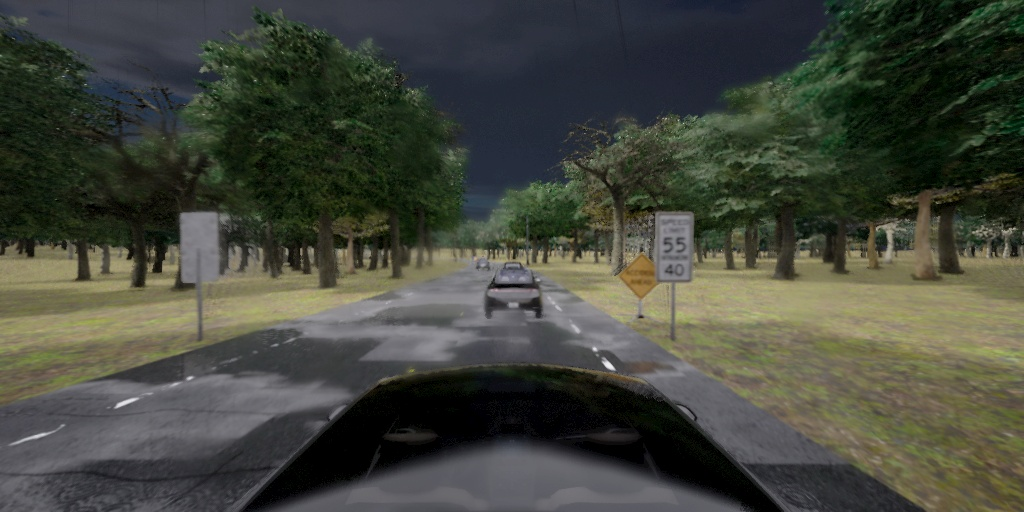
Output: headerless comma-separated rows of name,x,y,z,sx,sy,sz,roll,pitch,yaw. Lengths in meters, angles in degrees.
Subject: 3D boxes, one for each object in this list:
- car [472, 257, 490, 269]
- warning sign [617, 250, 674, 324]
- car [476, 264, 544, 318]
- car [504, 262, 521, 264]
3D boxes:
car,-4.019,1.155,50.200,2.128,1.511,4.902,0,0,-2
warning sign,3.550,0.850,9.972,1.300,1.860,1.060,0,0,0
car,0.068,1.221,12.850,2.128,1.511,4.902,0,0,0
car,0.070,1.205,28.148,1.837,1.490,4.892,0,0,0
